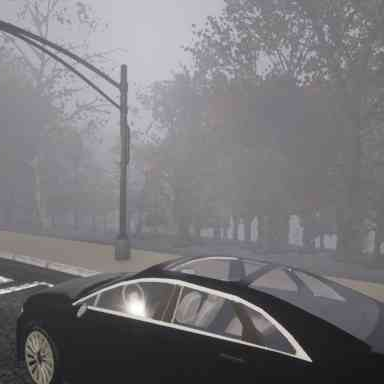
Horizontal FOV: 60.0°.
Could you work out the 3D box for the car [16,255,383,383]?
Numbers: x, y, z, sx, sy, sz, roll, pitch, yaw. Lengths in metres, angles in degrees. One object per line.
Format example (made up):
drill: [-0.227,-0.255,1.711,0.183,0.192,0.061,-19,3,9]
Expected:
car: [-0.006,1.491,3.705,4.902,1.511,2.128,0,0,34]
